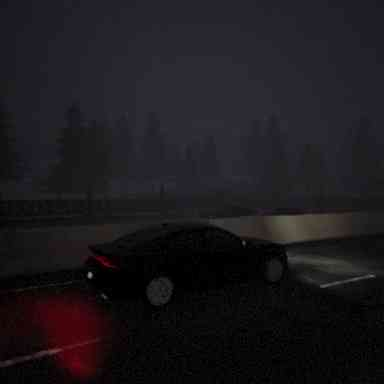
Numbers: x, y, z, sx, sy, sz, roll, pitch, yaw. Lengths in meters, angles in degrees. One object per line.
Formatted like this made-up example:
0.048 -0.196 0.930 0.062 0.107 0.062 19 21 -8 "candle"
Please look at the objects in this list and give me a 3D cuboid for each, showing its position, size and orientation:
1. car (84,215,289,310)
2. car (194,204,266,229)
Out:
0.104 1.453 7.789 5.008 1.535 1.882 0 0 -33 "car"
2.455 1.502 21.359 4.181 1.385 1.994 0 0 -27 "car"
